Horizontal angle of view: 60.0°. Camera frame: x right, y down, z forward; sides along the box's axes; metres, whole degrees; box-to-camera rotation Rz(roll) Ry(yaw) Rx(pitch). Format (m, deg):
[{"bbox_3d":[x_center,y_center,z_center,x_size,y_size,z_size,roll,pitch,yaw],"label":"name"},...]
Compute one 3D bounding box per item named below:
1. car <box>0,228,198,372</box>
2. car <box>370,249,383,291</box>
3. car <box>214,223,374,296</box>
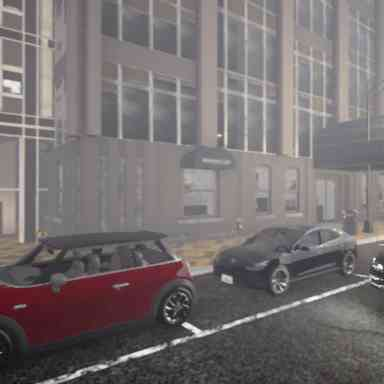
[{"bbox_3d":[-1.979,1.431,5.318,4.097,1.590,1.967,0,1,-36],"label":"car"},{"bbox_3d":[5.983,1.444,7.646,4.892,1.490,1.837,0,0,-35],"label":"car"},{"bbox_3d":[2.548,1.520,8.548,4.313,1.339,1.947,0,1,-36],"label":"car"}]
